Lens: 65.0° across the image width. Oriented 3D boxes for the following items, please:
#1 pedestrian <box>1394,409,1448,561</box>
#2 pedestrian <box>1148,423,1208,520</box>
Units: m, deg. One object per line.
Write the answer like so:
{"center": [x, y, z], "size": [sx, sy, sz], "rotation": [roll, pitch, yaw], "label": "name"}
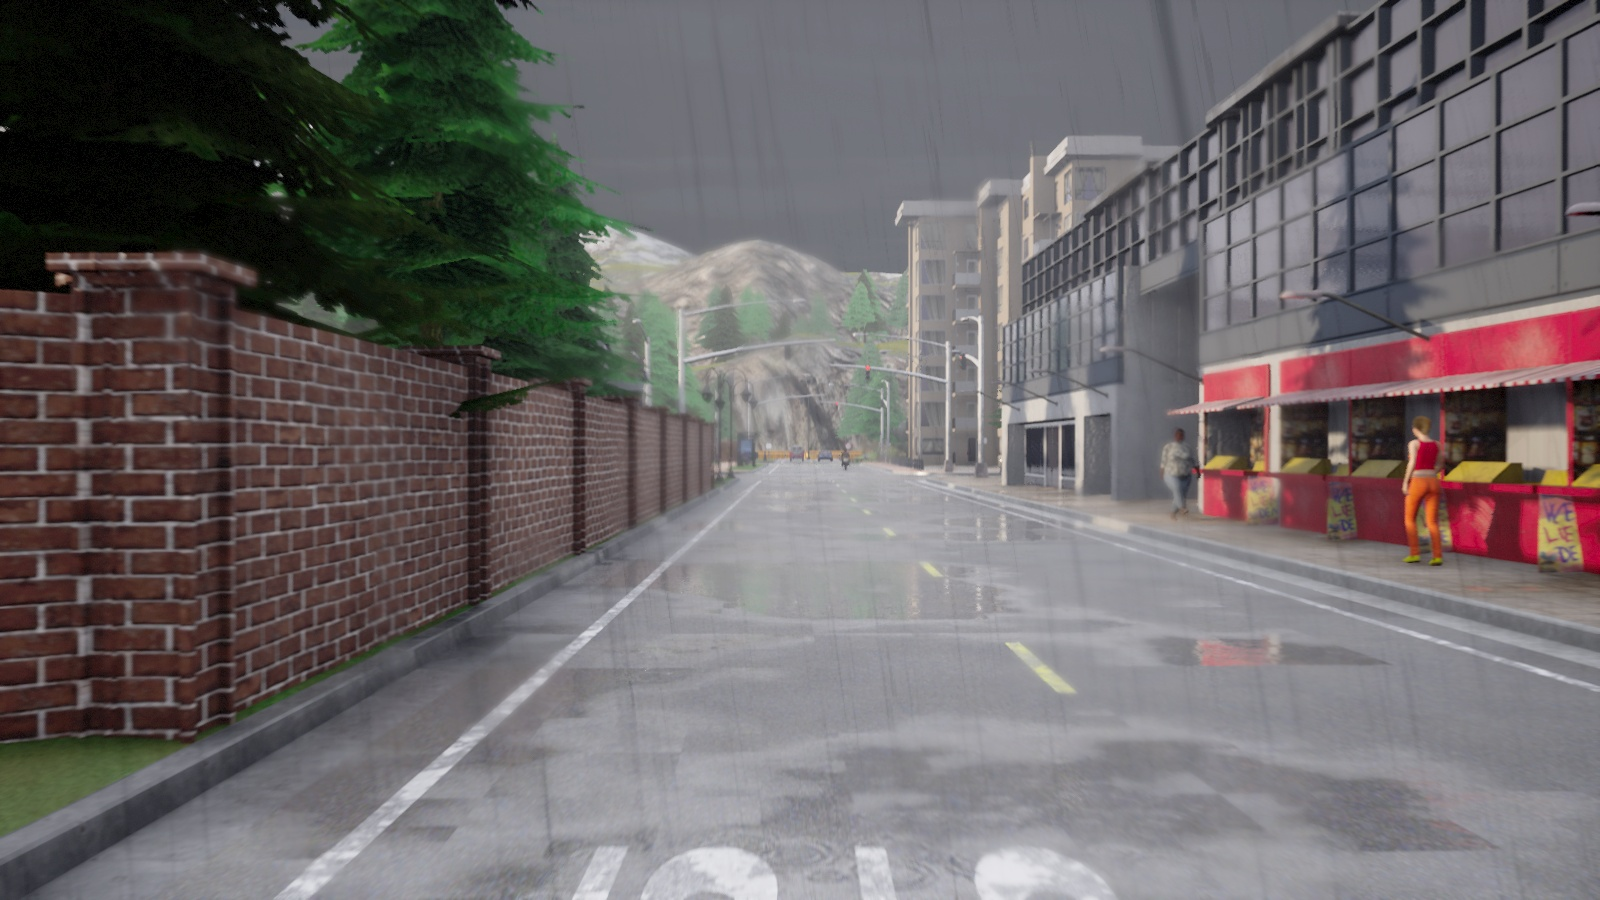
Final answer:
{"center": [7.621, 0.420, 15.421], "size": [0.345, 1.836, 0.594], "rotation": [0, 0, -2], "label": "pedestrian"}
{"center": [7.414, 0.416, 24.657], "size": [0.874, 1.855, 0.900], "rotation": [0, 0, -1], "label": "pedestrian"}
